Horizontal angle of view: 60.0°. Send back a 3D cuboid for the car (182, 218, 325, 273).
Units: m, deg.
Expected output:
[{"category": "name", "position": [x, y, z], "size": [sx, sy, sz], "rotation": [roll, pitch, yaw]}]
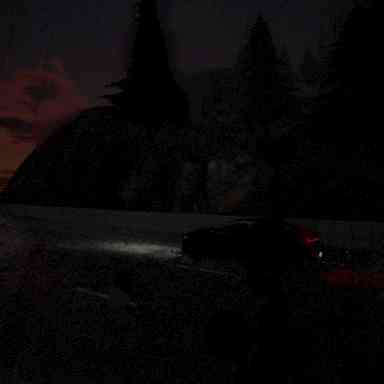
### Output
[{"category": "car", "position": [1.872, 1.634, 11.288], "size": [4.902, 1.511, 2.128], "rotation": [0, -1, 37]}]
